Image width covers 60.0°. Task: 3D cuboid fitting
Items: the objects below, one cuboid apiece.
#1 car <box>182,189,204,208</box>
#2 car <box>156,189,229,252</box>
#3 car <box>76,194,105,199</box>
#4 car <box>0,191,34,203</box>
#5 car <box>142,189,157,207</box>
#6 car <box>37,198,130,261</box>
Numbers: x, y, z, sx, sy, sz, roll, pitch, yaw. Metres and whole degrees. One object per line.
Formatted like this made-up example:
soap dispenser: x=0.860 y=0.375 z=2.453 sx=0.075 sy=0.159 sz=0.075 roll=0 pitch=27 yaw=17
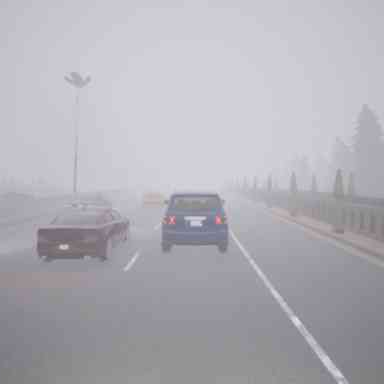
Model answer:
car: x=0.099 y=0.533 z=30.269 sx=1.812 sy=1.442 sz=4.674 roll=0 pitch=2 yaw=0
car: x=0.100 y=0.909 z=12.500 sx=2.150 sy=2.045 sz=5.566 roll=0 pitch=2 yaw=0
car: x=-6.901 y=0.834 z=22.965 sx=2.033 sy=1.411 sz=5.357 roll=0 pitch=2 yaw=0
car: x=-14.097 y=0.670 z=25.793 sx=2.128 sy=1.511 sz=4.902 roll=0 pitch=2 yaw=0
car: x=-3.401 y=0.464 z=30.826 sx=1.882 sy=1.535 sz=5.008 roll=0 pitch=2 yaw=0
car: x=-3.400 y=1.212 z=11.295 sx=1.882 sy=1.535 sz=5.008 roll=0 pitch=2 yaw=0
